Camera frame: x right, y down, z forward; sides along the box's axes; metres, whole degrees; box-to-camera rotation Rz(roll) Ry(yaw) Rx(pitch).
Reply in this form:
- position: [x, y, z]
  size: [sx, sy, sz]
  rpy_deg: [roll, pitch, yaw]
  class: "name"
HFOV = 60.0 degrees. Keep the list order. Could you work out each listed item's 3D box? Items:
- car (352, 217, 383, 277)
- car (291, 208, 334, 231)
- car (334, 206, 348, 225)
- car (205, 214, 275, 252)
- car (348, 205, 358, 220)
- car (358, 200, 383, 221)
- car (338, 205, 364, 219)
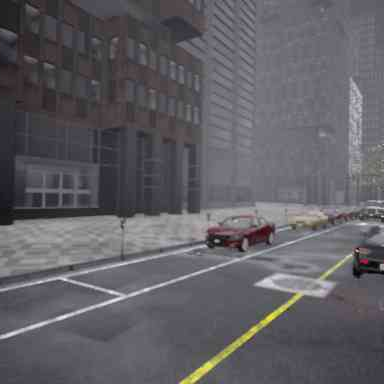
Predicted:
- position: [6.130, 1.734, 10.098]
  size: [1.812, 1.442, 4.674]
  rpy_deg: [1, -1, 35]
  class: "car"
- position: [8.448, 1.891, 23.766]
  size: [1.752, 1.417, 4.829]
  rpy_deg: [1, 0, 35]
  class: "car"
- position: [11.687, 2.015, 28.449]
  size: [1.887, 1.381, 4.507]
  rpy_deg: [1, 0, 35]
  class: "car"
- position: [2.259, 1.712, 14.819]
  size: [1.887, 1.381, 4.507]
  rpy_deg: [1, 0, 35]
  class: "car"
- position: [14.830, 2.116, 32.993]
  size: [1.887, 1.381, 4.507]
  rpy_deg: [1, 0, 35]
  class: "car"
- position: [18.279, 1.867, 33.215]
  size: [2.150, 2.045, 5.566]
  rpy_deg: [1, -1, 35]
  class: "car"
- position: [17.973, 2.217, 37.536]
  size: [1.887, 1.381, 4.507]
  rpy_deg: [1, 0, 35]
  class: "car"
